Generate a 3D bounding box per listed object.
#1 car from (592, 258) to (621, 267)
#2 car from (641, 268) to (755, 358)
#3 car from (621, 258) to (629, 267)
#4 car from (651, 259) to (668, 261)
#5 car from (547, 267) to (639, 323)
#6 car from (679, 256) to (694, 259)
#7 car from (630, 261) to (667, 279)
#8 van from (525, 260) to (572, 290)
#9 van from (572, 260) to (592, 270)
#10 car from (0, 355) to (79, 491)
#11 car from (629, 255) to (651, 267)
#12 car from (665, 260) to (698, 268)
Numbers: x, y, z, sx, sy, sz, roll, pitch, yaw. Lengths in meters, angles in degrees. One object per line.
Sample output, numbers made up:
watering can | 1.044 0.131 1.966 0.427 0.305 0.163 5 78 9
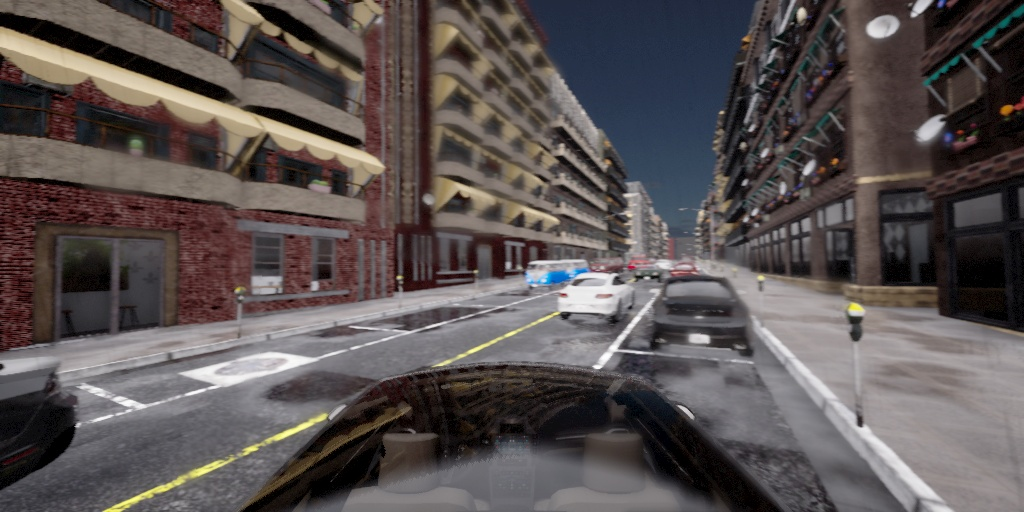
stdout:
car | 9.644 1.129 37.870 2.192 1.841 5.009 0 0 26
car | 4.356 1.197 8.466 1.837 1.490 4.892 -2 0 26
car | 12.099 1.116 42.825 2.192 1.841 5.009 0 0 26
car | 18.273 1.185 43.358 1.812 1.442 4.674 -2 -1 26
car | 2.974 1.282 12.249 1.812 1.442 4.674 -2 0 26
car | 16.685 1.054 34.314 1.967 1.591 4.097 0 0 26
car | 10.734 1.299 27.912 1.895 1.301 4.718 -2 -1 26
van | 2.279 1.201 23.003 1.690 1.789 3.998 0 0 26
van | 4.734 1.185 27.959 1.690 1.789 3.998 0 0 26
car | -5.645 1.392 1.502 1.837 1.490 4.892 -2 0 26
car | 16.010 0.935 45.009 2.150 2.045 5.566 -2 -1 26
car | 11.768 1.188 24.405 1.888 1.381 4.507 0 0 26
